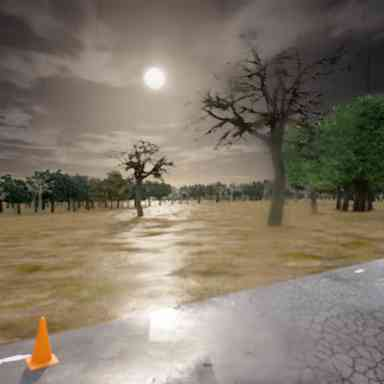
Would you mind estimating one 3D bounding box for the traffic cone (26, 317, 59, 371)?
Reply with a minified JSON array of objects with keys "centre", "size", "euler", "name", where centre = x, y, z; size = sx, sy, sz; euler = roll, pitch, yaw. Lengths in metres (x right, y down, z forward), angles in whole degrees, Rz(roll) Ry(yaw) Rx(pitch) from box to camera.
[{"centre":[-1.986,1.961,4.417],"size":[0.340,0.580,0.340],"euler":[0,0,-36],"name":"traffic cone"}]
